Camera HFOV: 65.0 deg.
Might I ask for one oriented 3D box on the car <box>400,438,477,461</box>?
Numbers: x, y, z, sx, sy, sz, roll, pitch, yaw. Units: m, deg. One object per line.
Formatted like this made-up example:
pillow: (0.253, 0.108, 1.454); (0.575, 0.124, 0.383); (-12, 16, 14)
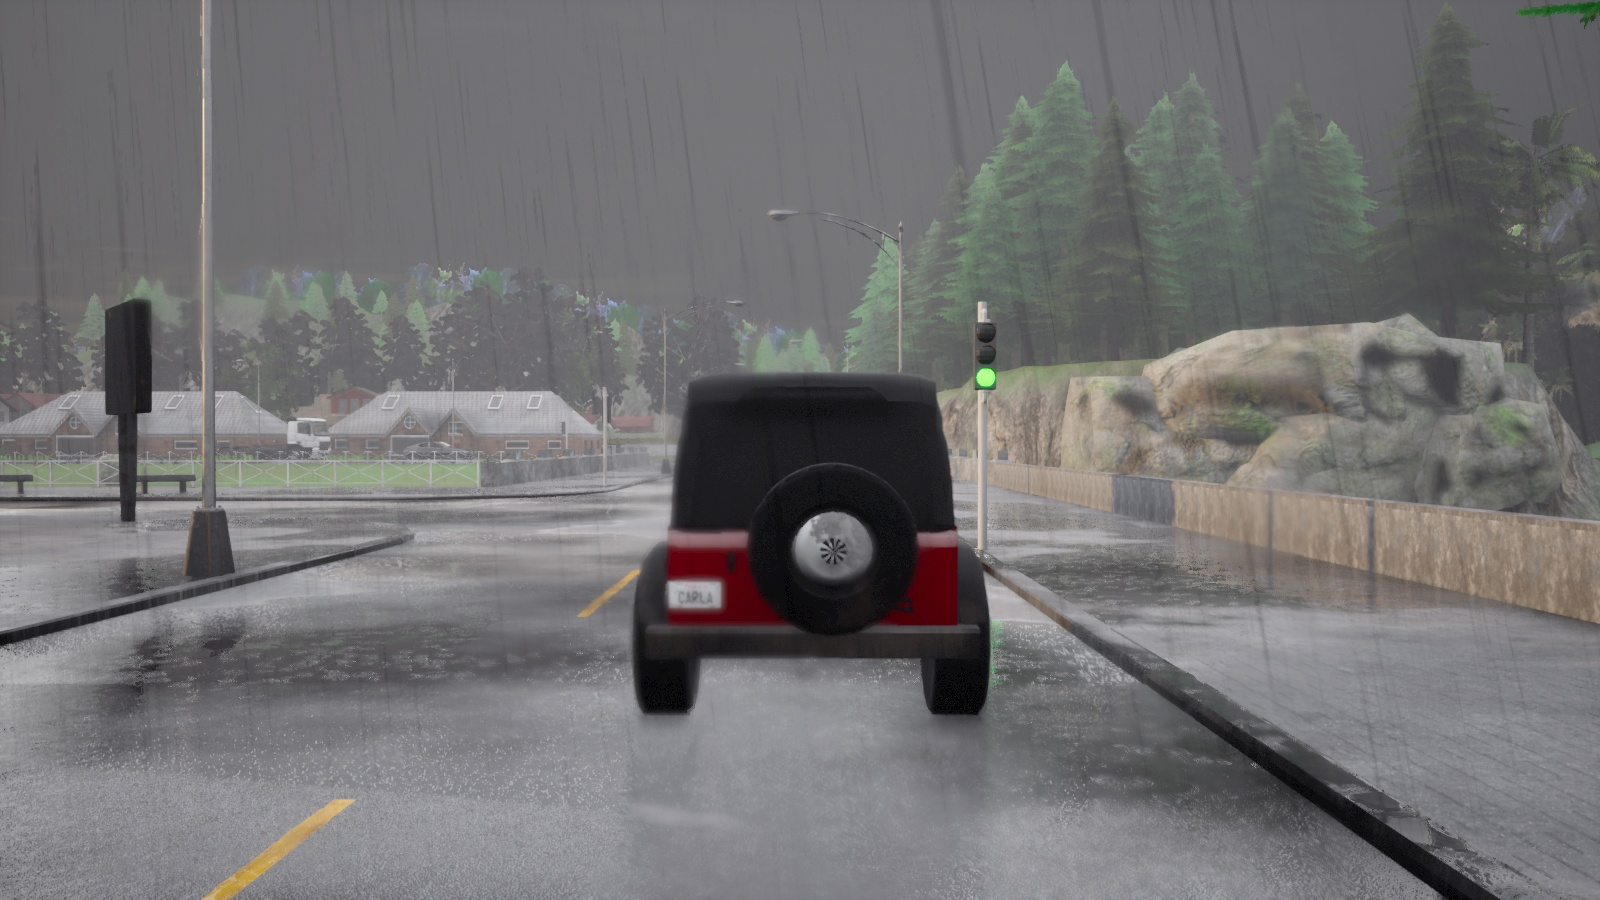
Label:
car: (-26.497, -0.016, 92.103); (5.027, 1.651, 2.152); (0, 0, 0)

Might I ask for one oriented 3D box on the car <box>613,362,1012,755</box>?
car: (0.064, 0.499, 7.937); (1.905, 1.878, 3.866); (0, 1, 0)
